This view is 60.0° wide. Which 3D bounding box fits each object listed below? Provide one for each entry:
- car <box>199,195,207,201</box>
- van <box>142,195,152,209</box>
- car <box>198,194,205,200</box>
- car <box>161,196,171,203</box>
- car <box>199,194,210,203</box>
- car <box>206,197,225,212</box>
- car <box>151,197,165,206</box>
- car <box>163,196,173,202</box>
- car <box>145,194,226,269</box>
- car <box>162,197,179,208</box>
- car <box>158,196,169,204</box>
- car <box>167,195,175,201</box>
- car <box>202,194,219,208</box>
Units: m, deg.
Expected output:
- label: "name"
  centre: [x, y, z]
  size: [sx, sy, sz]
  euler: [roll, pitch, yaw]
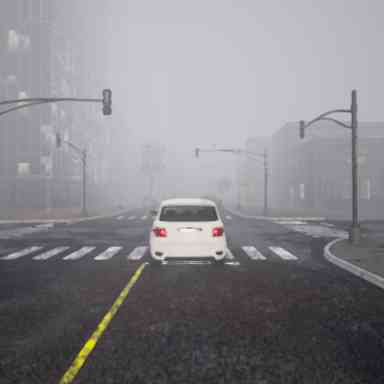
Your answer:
- label: "car"
  centre: [2.700, 1.572, 84.264]
  size: [1.947, 1.339, 4.313]
  euler: [1, 0, 0]
- label: "van"
  centre: [-5.675, 1.347, 44.507]
  size: [1.690, 1.788, 3.998]
  euler: [1, 0, 0]
- label: "car"
  centre: [2.701, 1.446, 95.611]
  size: [1.967, 1.590, 4.097]
  euler: [1, 0, 0]
- label: "car"
  centre: [-5.680, 1.572, 72.877]
  size: [1.947, 1.339, 4.313]
  euler: [1, 0, 0]
- label: "car"
  centre: [2.705, 1.321, 72.916]
  size: [2.192, 1.841, 5.009]
  euler: [1, 0, 0]
- label: "car"
  centre: [2.703, 1.446, 38.871]
  size: [1.967, 1.590, 4.097]
  euler: [1, 0, 0]
- label: "car"
  centre: [-5.678, 1.531, 55.685]
  size: [1.752, 1.417, 4.829]
  euler: [1, 0, 0]
- label: "car"
  centre: [-5.680, 1.572, 78.550]
  size: [1.947, 1.339, 4.313]
  euler: [1, 0, 0]
- label: "car"
  centre: [-0.259, 1.225, 11.378]
  size: [2.150, 2.045, 5.566]
  euler: [0, 0, -4]
- label: "car"
  centre: [-3.086, 1.497, 48.744]
  size: [2.128, 1.511, 4.902]
  euler: [0, 0, 0]
- label: "car"
  centre: [-5.680, 1.588, 67.202]
  size: [1.802, 1.307, 4.206]
  euler: [1, 0, 0]
- label: "car"
  centre: [-5.680, 1.557, 89.898]
  size: [2.008, 1.369, 4.403]
  euler: [1, 0, 0]
- label: "car"
  centre: [2.706, 1.321, 50.219]
  size: [2.192, 1.841, 5.009]
  euler: [1, 0, 0]
